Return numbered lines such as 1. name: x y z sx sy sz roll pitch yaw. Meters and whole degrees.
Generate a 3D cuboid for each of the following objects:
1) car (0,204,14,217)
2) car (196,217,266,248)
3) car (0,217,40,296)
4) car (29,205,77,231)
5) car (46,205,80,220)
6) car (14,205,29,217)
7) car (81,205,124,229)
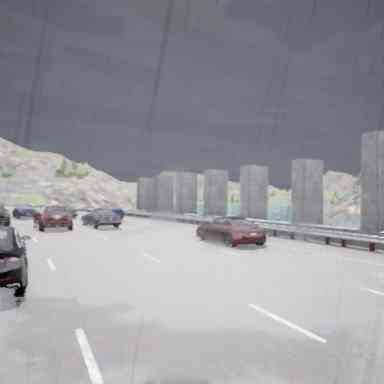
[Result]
1. car: -15.102 1.696 25.214 2.097 1.767 4.553 2 -1 -33
2. car: 1.917 1.967 17.283 1.994 1.385 4.181 1 -1 -28
3. car: -5.258 1.611 8.485 2.128 1.511 4.902 1 -1 -27
4. car: -9.966 1.736 23.688 2.097 1.767 4.553 2 -1 -32
5. car: -13.981 2.134 35.889 2.033 1.411 5.357 2 -1 -36
6. car: -17.653 2.043 34.979 1.812 1.442 4.674 2 -1 -36
7. car: -7.084 2.010 25.707 2.033 1.411 5.357 2 -1 -32
